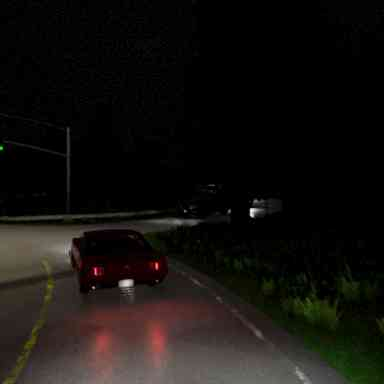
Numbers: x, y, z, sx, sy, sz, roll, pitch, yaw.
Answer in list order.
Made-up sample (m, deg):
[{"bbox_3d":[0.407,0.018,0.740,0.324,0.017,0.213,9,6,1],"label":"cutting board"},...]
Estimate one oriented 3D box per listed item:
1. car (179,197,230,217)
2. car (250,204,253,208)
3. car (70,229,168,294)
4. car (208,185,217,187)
[{"bbox_3d":[1.257,1.195,30.698,2.150,2.045,5.566,-1,2,42],"label":"car"},{"bbox_3d":[6.202,0.955,39.261,1.812,1.442,4.674,0,4,14],"label":"car"},{"bbox_3d":[-2.267,1.681,9.163,1.895,1.301,4.718,0,0,-23],"label":"car"},{"bbox_3d":[4.137,-1.319,68.306,2.128,1.511,4.902,0,4,3],"label":"car"}]
